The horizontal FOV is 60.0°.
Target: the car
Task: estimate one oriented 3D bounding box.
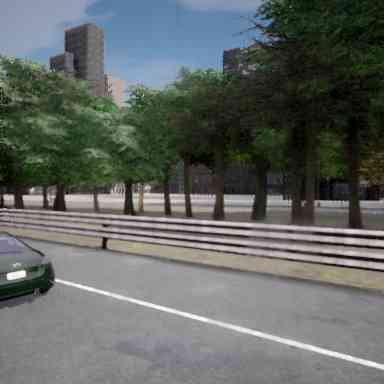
[{"bbox_3d":[-5.003,1.565,7.553,4.181,1.385,1.994,0,0,35],"label":"car"}]
